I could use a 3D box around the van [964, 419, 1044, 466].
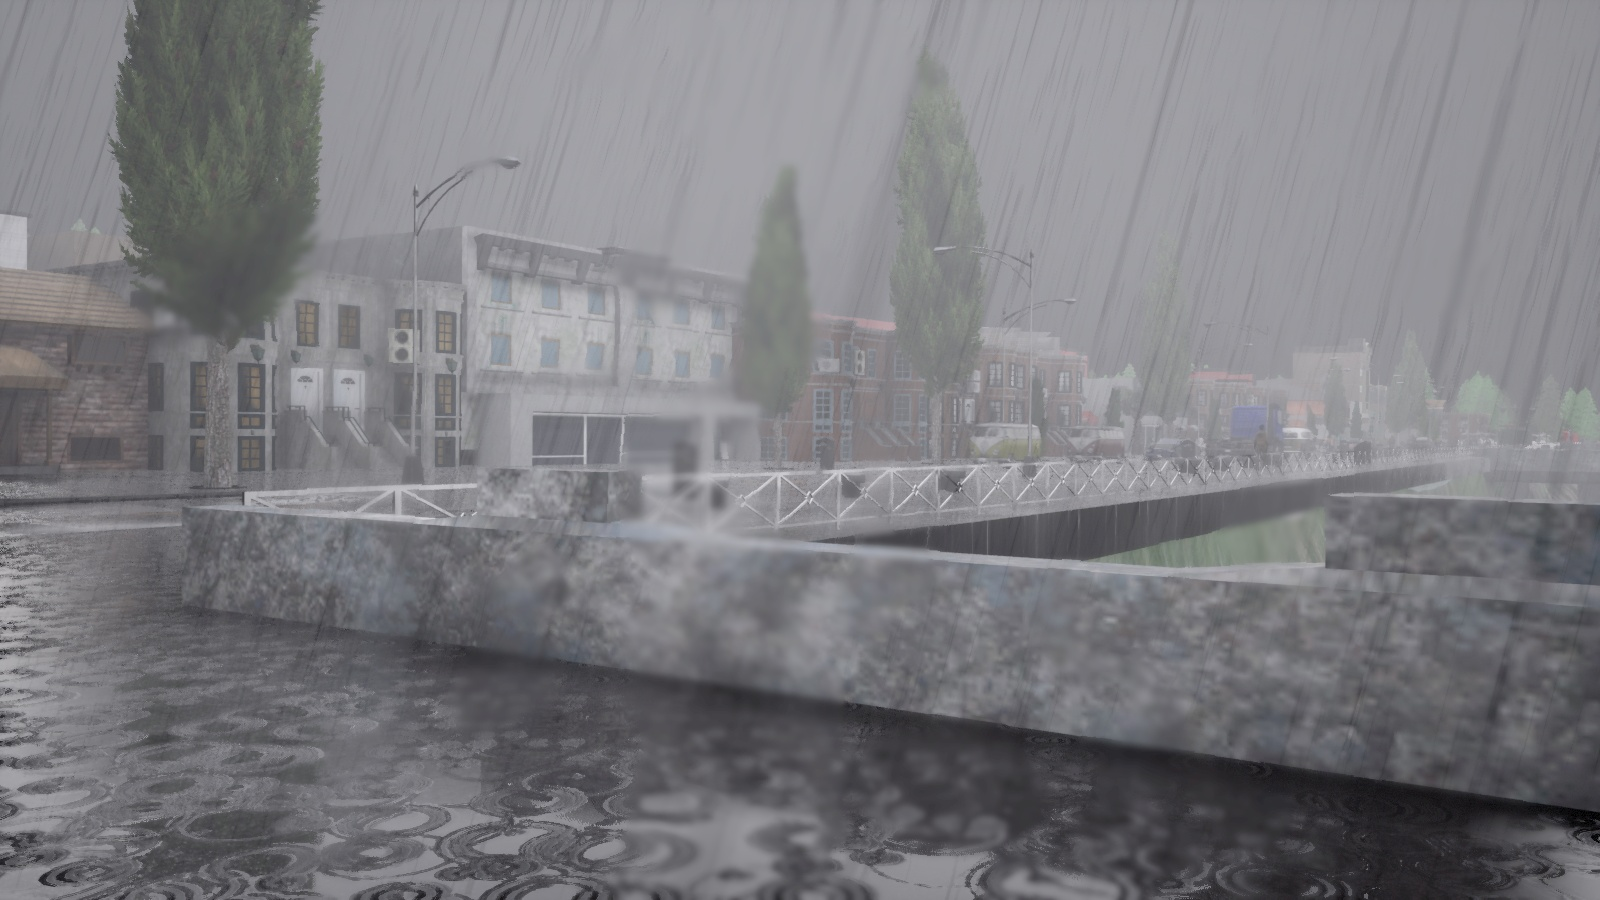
[{"bbox_3d":[8.955,-0.346,54.886,1.775,1.987,4.442,0,1,34],"label":"van"}]

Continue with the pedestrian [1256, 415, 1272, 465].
[{"bbox_3d":[18.156,-0.394,49.173,0.396,1.930,0.692,0,1,37],"label":"pedestrian"}]

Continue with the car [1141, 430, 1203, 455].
[{"bbox_3d":[22.231,-0.445,74.899,2.033,1.411,5.357,0,1,34],"label":"car"}]

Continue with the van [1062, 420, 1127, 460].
[{"bbox_3d":[15.059,-0.527,64.088,1.775,1.987,4.442,0,1,34],"label":"van"}]

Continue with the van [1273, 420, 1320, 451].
[{"bbox_3d":[33.549,-1.006,84.724,2.069,2.038,4.480,0,1,34],"label":"van"}]

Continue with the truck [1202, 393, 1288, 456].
[{"bbox_3d":[26.115,-1.491,73.519,2.891,3.462,7.936,0,1,34],"label":"truck"}]
